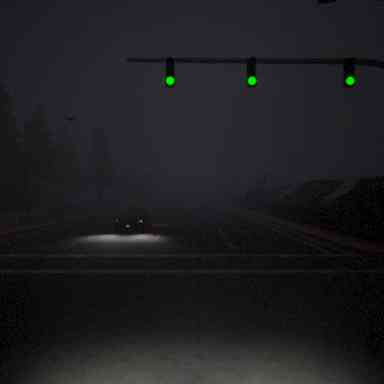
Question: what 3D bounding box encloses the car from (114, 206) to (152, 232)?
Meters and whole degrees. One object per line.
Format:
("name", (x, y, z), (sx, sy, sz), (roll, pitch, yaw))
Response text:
("car", (-3.629, 1.655, 21.075), (1.812, 1.442, 4.674), (0, 0, 0))
